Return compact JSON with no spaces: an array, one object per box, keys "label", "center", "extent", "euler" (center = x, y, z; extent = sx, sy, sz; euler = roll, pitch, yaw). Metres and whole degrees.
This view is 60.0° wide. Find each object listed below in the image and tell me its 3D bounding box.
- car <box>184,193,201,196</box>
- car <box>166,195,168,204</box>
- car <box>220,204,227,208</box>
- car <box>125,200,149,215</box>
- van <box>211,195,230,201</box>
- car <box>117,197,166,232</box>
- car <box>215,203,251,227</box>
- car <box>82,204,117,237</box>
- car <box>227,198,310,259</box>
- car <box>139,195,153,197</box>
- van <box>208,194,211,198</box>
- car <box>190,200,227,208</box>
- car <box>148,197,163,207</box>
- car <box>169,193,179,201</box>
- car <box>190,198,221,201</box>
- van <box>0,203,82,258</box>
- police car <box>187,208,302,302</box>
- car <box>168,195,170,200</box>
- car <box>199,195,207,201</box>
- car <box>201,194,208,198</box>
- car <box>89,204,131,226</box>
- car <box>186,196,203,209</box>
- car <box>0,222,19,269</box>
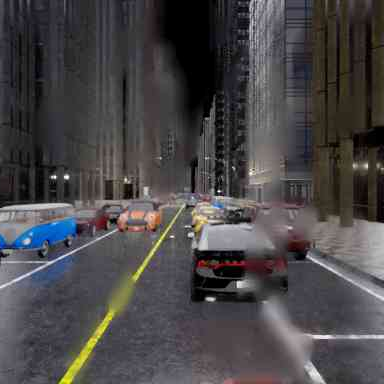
[{"label":"car","center":[0.148,1.234,60.969],"extent":[2.150,2.045,5.566],"euler":[0,0,0]},{"label":"car","center":[-5.624,1.593,57.445],"extent":[1.802,1.307,4.206],"euler":[0,0,0]},{"label":"car","center":[2.805,1.566,18.113],"extent":[1.947,1.339,4.313],"euler":[0,0,0]},{"label":"car","center":[-5.679,1.585,34.972],"extent":[1.802,1.307,4.206],"euler":[0,0,0]},{"label":"van","center":[2.832,1.343,29.350],"extent":[1.690,1.788,3.998],"euler":[0,0,0]},{"label":"car","center":[-2.954,1.353,19.863],"extent":[2.097,1.767,4.553],"euler":[0,0,0]},{"label":"car","center":[2.818,1.552,23.731],"extent":[2.008,1.369,4.403],"euler":[0,0,0]},{"label":"car","center":[-5.721,1.545,18.117],"extent":[1.887,1.381,4.507],"euler":[0,0,0]},{"label":"car","center":[2.791,1.315,12.493],"extent":[2.192,1.841,5.009],"euler":[0,0,0]},{"label":"car","center":[-5.666,1.320,40.590],"extent":[2.192,1.841,5.009],"euler":[0,0,0]},{"label":"van","center":[2.846,1.344,34.969],"extent":[1.690,1.788,3.998],"euler":[0,0,0]},{"label":"car","center":[0.929,1.457,18.511],"extent":[1.801,1.575,5.366],"euler":[0,0,0]},{"label":"car","center":[-5.638,1.553,51.827],"extent":[1.887,1.381,4.507],"euler":[0,0,0]},{"label":"car","center":[-5.545,1.346,89.918],"extent":[2.192,1.841,5.009],"euler":[0,0,0]},{"label":"car","center":[0.911,1.457,24.511],"extent":[1.801,1.575,5.366],"euler":[0,0,0]},{"label":"van","center":[-5.734,1.341,12.499],"extent":[1.690,1.788,3.998],"euler":[0,0,0]},{"label":"police car","center":[0.918,1.425,8.431],"extent":[1.930,1.638,5.238],"euler":[0,0,0]},{"label":"car","center":[-5.610,1.595,63.064],"extent":[1.802,1.307,4.206],"euler":[0,0,0]},{"label":"car","center":[2.980,1.582,89.916],"extent":[2.008,1.369,4.403],"euler":[0,0,0]},{"label":"car","center":[2.914,1.328,63.063],"extent":[2.192,1.841,5.009],"euler":[0,0,0]},{"label":"car","center":[-5.707,1.567,23.735],"extent":[1.947,1.339,4.313],"euler":[0,0,0]},{"label":"car","center":[0.145,1.570,45.642],"extent":[1.994,1.385,4.181],"euler":[0,0,0]},{"label":"car","center":[-5.748,1.566,6.880],"extent":[1.947,1.339,4.313],"euler":[0,0,0]}]
